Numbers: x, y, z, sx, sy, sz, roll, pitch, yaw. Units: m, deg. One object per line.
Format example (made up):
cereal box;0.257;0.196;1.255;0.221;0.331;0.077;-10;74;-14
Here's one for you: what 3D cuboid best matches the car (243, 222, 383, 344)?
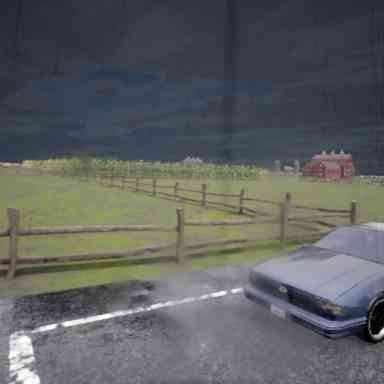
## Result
car;3.525;1.301;6.080;5.357;1.411;2.033;0;3;-31
